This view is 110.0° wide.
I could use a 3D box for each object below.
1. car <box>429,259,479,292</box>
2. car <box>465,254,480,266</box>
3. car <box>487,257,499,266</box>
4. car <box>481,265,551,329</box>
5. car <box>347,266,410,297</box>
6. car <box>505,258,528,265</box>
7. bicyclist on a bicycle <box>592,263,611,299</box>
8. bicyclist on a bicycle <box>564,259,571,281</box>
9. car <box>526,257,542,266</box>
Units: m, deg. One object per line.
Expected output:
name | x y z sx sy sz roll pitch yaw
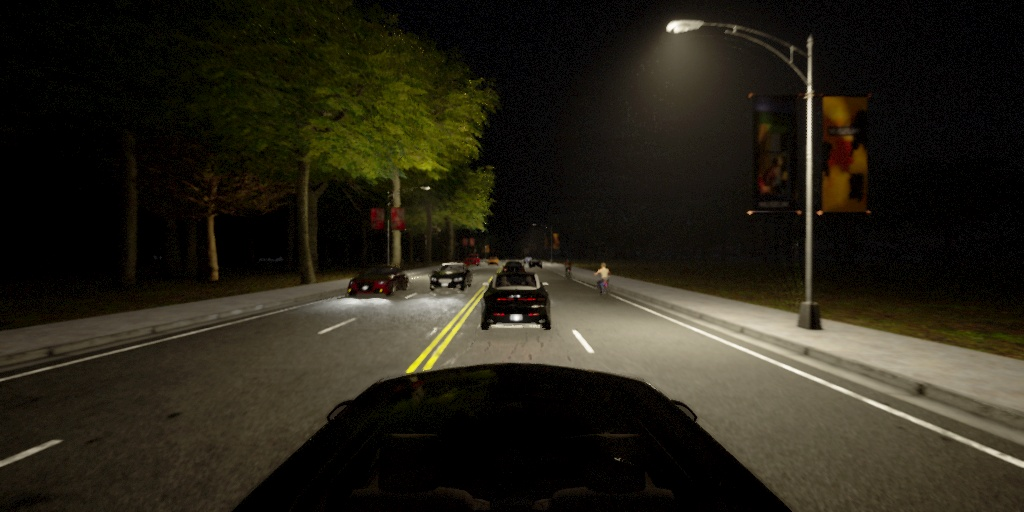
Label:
car | -3.337 1.143 20.294 2.128 1.511 4.902 0 0 0
car | -6.493 0.703 59.484 2.150 2.045 5.566 0 0 1
car | -3.231 0.951 62.076 1.882 1.535 5.008 0 0 1
car | 0.106 1.205 10.978 1.837 1.490 4.892 0 0 0
car | -6.588 1.224 18.092 1.994 1.385 4.181 0 0 0
car | 0.120 1.135 29.441 1.812 1.442 4.674 0 0 0
bicyclist on a bicycle | 4.175 1.111 16.473 0.866 1.612 1.509 0 0 0
bicyclist on a bicycle | 4.161 1.078 26.620 0.582 1.620 1.656 0 0 0
car | 3.391 1.112 53.175 1.895 1.301 4.718 0 0 0
